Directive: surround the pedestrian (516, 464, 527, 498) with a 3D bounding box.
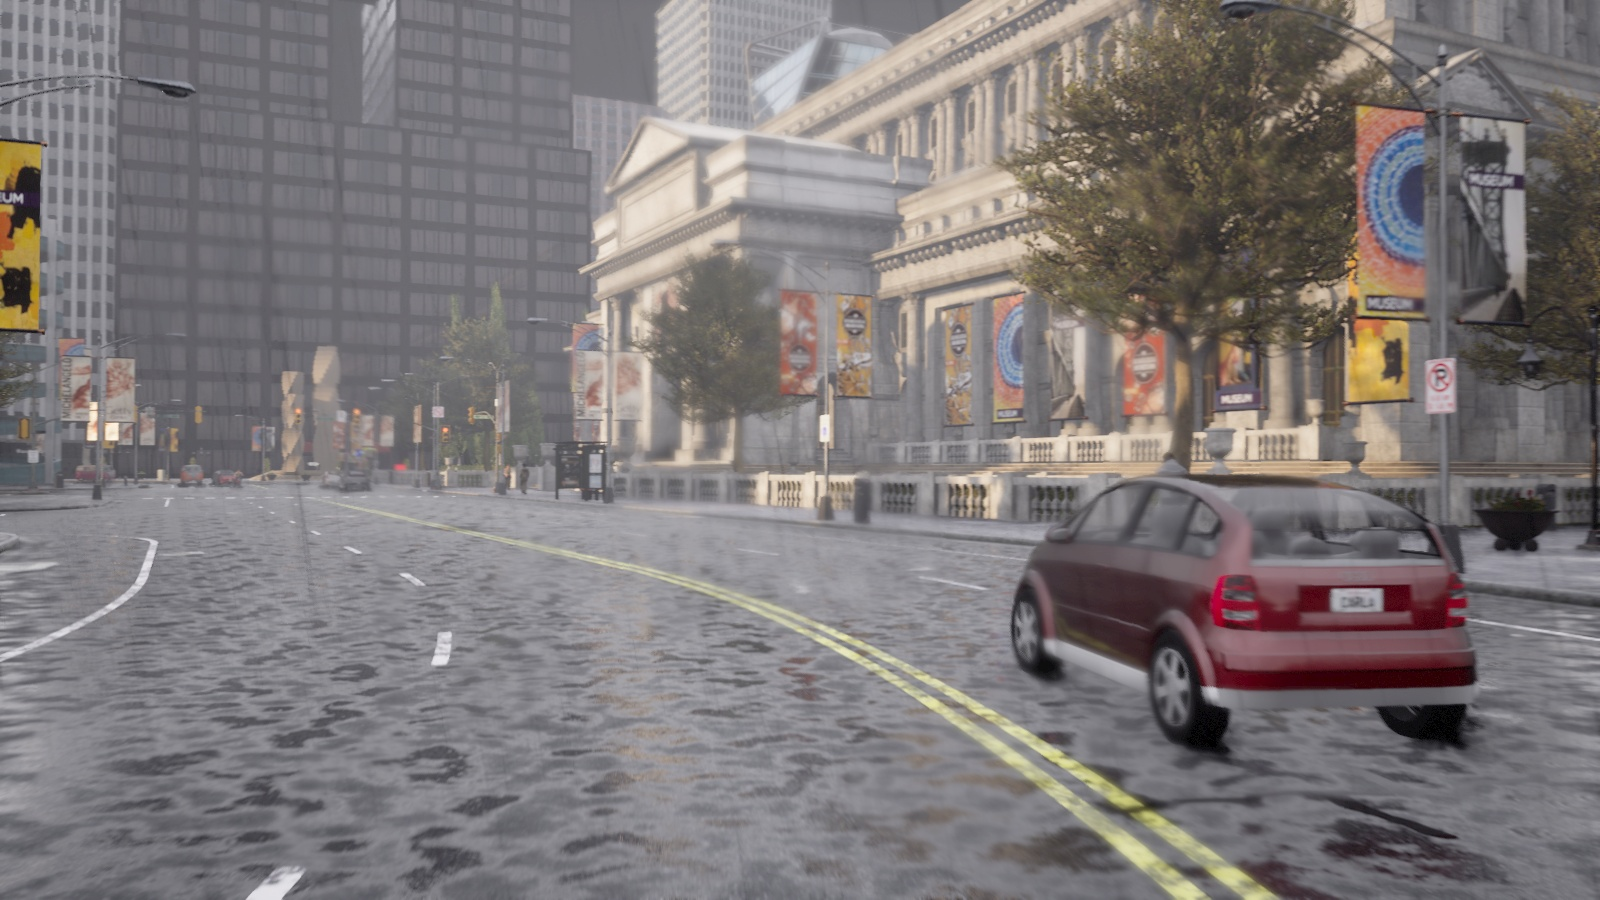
[{"bbox_3d":[-15.919,1.754,71.886,0.396,1.930,0.692,0,-1,-33],"label":"pedestrian"}]

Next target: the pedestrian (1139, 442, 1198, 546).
[{"bbox_3d":[7.092,0.842,24.214,0.659,1.952,0.873,0,-1,-24],"label":"pedestrian"}]

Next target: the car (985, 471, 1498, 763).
[{"bbox_3d":[2.707,0.925,8.687,1.789,1.549,3.705,0,-1,-9],"label":"car"}]
